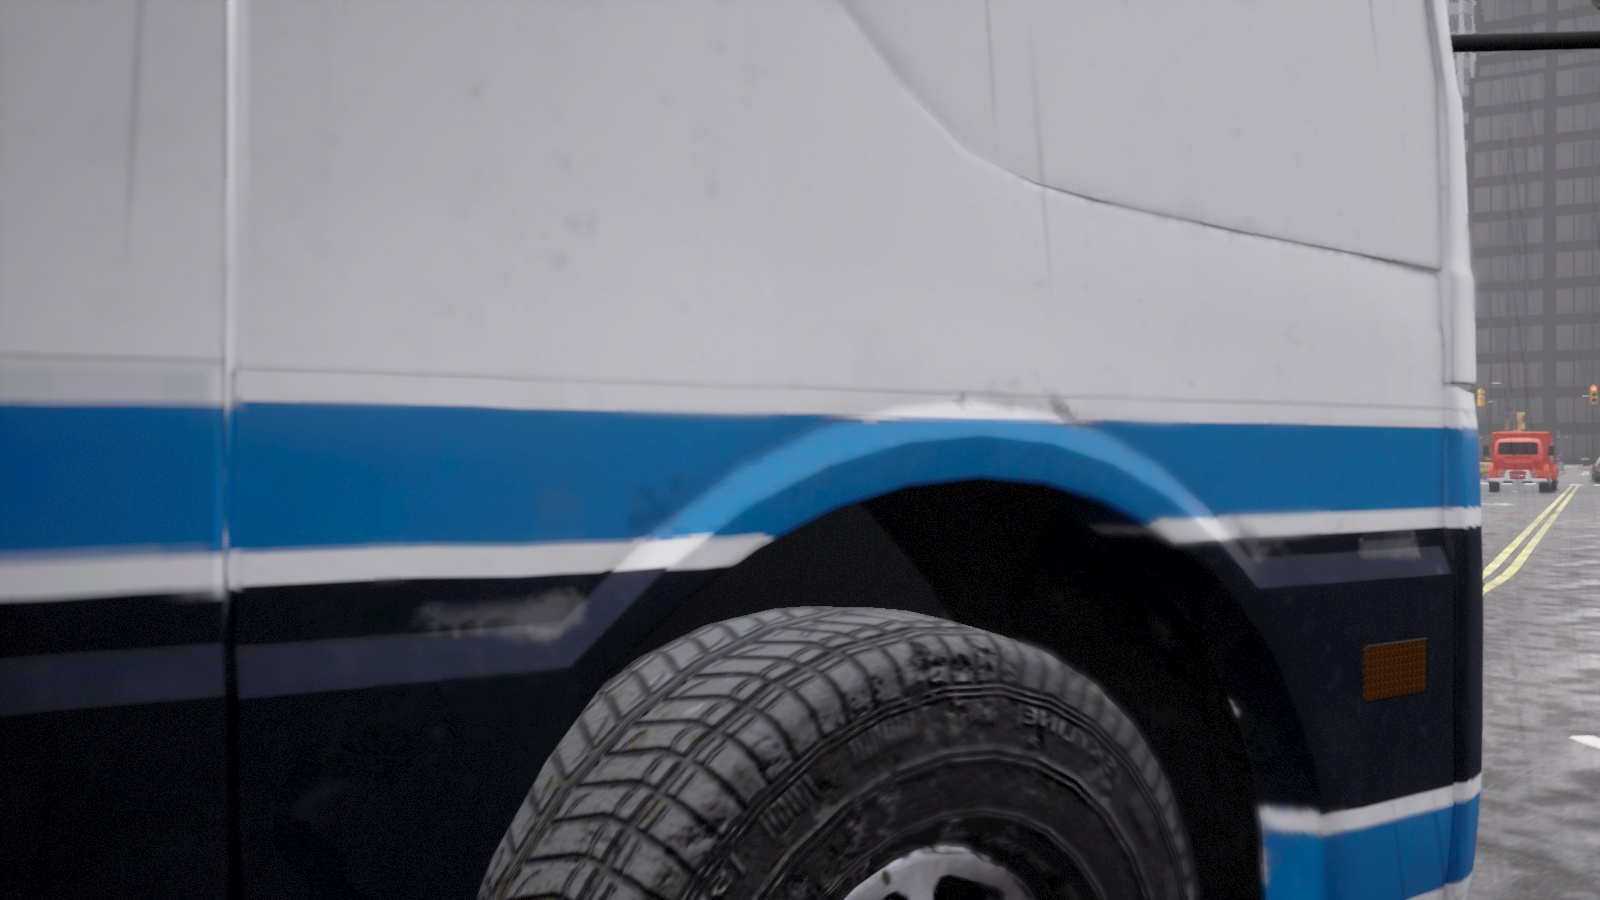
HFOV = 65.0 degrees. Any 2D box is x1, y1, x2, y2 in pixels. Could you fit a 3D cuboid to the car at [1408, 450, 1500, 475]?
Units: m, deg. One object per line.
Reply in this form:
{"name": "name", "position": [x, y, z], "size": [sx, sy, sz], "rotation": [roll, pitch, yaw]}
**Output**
{"name": "car", "position": [42.787, 0.823, 82.260], "size": [1.801, 1.575, 5.366], "rotation": [0, 0, -24]}

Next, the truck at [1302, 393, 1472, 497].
{"name": "truck", "position": [21.359, -0.153, 45.467], "size": [7.936, 3.462, 2.891], "rotation": [0, 0, -44]}

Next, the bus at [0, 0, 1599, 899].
{"name": "bus", "position": [-3.183, -0.619, 1.375], "size": [10.273, 4.253, 3.944], "rotation": [0, 0, -32]}

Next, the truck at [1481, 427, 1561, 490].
{"name": "truck", "position": [30.152, 0.341, 52.407], "size": [2.627, 2.467, 5.204], "rotation": [0, 0, 33]}

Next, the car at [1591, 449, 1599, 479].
{"name": "car", "position": [45.131, 0.771, 69.534], "size": [2.033, 1.649, 4.856], "rotation": [0, 0, 30]}
